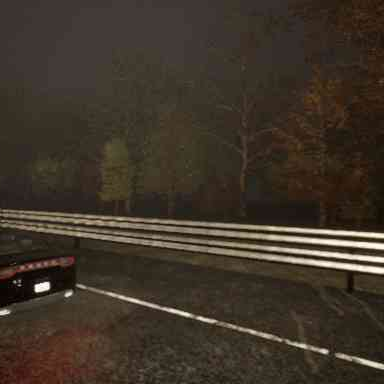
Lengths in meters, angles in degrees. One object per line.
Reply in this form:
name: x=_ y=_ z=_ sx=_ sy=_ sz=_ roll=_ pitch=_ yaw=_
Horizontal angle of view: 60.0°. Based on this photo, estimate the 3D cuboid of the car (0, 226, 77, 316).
car: x=-4.570 y=1.478 z=7.147 sx=5.008 sy=1.535 sz=1.882 roll=0 pitch=0 yaw=36
